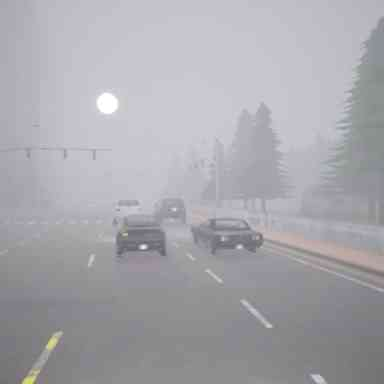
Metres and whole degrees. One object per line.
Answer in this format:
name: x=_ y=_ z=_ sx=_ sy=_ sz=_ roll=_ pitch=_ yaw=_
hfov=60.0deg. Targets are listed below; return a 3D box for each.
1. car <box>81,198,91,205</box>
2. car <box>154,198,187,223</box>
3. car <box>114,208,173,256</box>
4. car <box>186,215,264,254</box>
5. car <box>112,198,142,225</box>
car: x=-26.220 y=2.354 z=82.029 sx=2.128 sy=1.511 sz=4.902 roll=0 pitch=-1 yaw=-27
car: x=-1.925 y=1.513 z=28.332 sx=2.150 sy=2.045 sz=5.566 roll=0 pitch=0 yaw=-13
car: x=-2.193 y=1.648 z=13.827 sx=1.837 sy=1.490 sz=4.892 roll=0 pitch=0 yaw=-12
car: x=1.274 y=1.748 z=14.357 sx=1.895 sy=1.301 sz=4.718 roll=0 pitch=-1 yaw=-12
car: x=-5.335 y=1.505 z=27.542 sx=2.150 sy=2.045 sz=5.566 roll=0 pitch=0 yaw=-13
